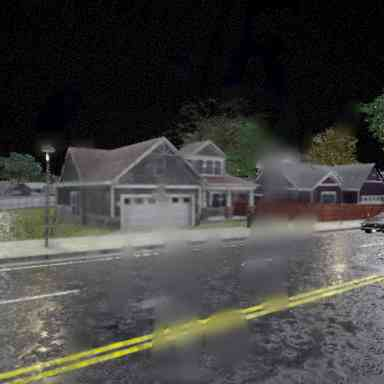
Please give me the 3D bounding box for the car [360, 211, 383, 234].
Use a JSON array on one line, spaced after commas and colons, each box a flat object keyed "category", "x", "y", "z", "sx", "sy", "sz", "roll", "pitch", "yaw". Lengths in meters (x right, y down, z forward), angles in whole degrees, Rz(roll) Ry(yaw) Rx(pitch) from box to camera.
[{"category": "car", "x": 12.639, "y": 1.871, "z": 20.683, "sx": 5.357, "sy": 1.411, "sz": 2.033, "roll": 1, "pitch": -1, "yaw": -35}]
